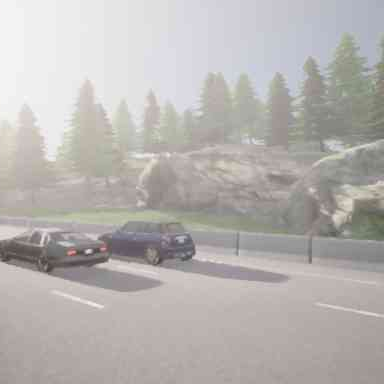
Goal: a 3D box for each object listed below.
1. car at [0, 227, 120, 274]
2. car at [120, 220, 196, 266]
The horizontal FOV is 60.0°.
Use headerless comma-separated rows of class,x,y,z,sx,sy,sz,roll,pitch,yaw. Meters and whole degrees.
car,-5.343,2.007,12.320,5.357,1.411,2.033,-1,-3,38
car,-2.104,1.955,14.245,4.553,1.767,2.097,-1,-3,38
